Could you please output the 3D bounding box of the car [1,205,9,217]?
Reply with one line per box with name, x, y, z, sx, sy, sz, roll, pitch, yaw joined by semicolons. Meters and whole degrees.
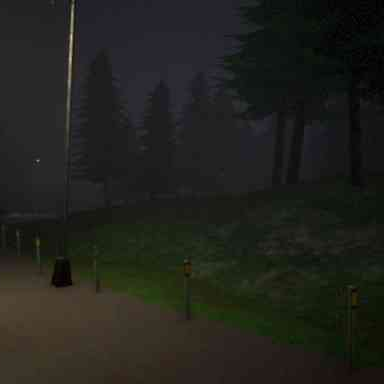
car;-22.167;2.090;37.190;2.128;1.511;4.902;3;-2;-8
